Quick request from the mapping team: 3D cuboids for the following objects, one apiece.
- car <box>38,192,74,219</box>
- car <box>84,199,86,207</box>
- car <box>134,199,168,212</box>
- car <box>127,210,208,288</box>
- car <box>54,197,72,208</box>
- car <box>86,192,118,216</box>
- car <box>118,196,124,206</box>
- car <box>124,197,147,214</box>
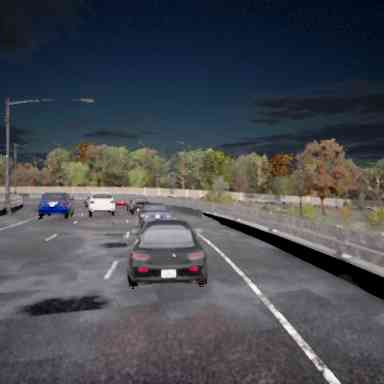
[{"bbox_3d":[-10.824,1.022,26.735,2.150,2.045,5.566,0,1,-15],"label":"car"},{"bbox_3d":[-12.573,1.228,42.216,2.033,1.411,5.357,0,0,-22],"label":"car"},{"bbox_3d":[-2.377,1.387,20.860,2.033,1.411,5.357,0,0,-11],"label":"car"},{"bbox_3d":[-0.669,1.455,8.991,1.812,1.442,4.674,0,1,-5],"label":"car"},{"bbox_3d":[-16.509,1.281,42.393,1.895,1.301,4.718,0,0,-24],"label":"car"},{"bbox_3d":[-8.206,0.993,30.086,2.150,2.045,5.566,0,0,-17],"label":"car"},{"bbox_3d":[-9.695,1.227,44.293,1.994,1.385,4.181,0,1,-23],"label":"car"},{"bbox_3d":[-5.119,1.261,31.953,1.837,1.490,4.892,0,1,-17],"label":"car"}]
